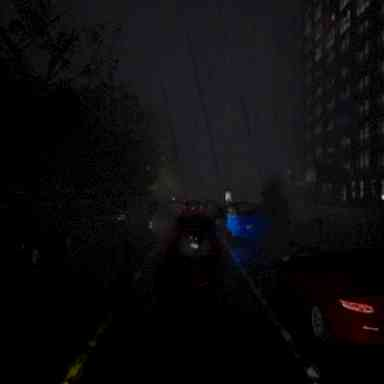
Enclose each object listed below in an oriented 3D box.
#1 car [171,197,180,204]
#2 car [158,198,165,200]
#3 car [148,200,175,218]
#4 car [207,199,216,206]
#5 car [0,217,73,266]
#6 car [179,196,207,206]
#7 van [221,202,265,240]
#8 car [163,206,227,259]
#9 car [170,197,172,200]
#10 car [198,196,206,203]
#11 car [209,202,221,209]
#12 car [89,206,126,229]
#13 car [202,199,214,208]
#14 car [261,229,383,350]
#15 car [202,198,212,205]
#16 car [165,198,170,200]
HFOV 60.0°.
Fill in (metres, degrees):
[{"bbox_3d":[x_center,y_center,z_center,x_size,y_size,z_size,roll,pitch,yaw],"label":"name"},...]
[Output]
[{"bbox_3d":[-3.007,2.082,73.940,1.895,1.301,4.718,0,0,0],"label":"car"},{"bbox_3d":[-5.695,1.888,51.220,1.947,1.339,4.313,0,0,0],"label":"car"},{"bbox_3d":[-3.101,1.746,32.483,2.033,1.411,5.357,0,0,0],"label":"car"},{"bbox_3d":[2.687,1.830,39.956,1.802,1.307,4.206,0,0,0],"label":"car"},{"bbox_3d":[-5.691,1.614,11.794,1.887,1.381,4.507,0,0,0],"label":"car"},{"bbox_3d":[0.093,1.557,33.380,2.097,1.767,4.553,0,0,0],"label":"car"},{"bbox_3d":[2.689,1.445,17.430,1.690,1.788,3.998,0,0,0],"label":"van"},{"bbox_3d":[0.087,1.553,12.906,1.882,1.535,5.008,0,0,0],"label":"car"},{"bbox_3d":[-5.699,2.162,85.012,1.802,1.307,4.206,0,0,0],"label":"car"},{"bbox_3d":[2.681,1.939,90.647,2.192,1.841,5.009,0,0,0],"label":"car"},{"bbox_3d":[2.688,1.757,28.691,1.802,1.307,4.206,0,0,0],"label":"car"},{"bbox_3d":[-5.692,1.663,22.889,1.752,1.417,4.829,0,0,0],"label":"car"},{"bbox_3d":[2.684,1.943,56.852,1.802,1.307,4.206,0,0,0],"label":"car"},{"bbox_3d":[2.691,1.618,6.163,1.802,1.307,4.206,0,0,0],"label":"car"},{"bbox_3d":[2.993,1.931,68.829,1.882,1.535,5.008,0,0,0],"label":"car"},{"bbox_3d":[-5.697,1.843,62.484,1.967,1.590,4.097,0,0,0],"label":"car"}]
